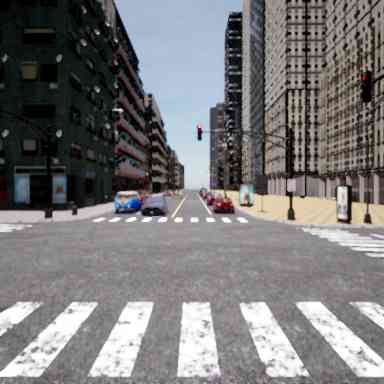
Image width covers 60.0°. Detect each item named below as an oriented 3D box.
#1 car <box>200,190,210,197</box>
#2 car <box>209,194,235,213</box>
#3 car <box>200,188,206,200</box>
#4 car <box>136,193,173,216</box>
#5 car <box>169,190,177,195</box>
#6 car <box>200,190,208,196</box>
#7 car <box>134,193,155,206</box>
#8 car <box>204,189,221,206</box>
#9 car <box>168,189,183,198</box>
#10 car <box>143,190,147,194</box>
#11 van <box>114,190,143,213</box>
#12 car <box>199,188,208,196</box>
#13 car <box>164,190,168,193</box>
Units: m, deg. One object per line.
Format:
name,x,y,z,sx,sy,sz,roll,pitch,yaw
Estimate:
car,2.836,0.369,73.248,1.887,1.381,4.507,0,1,0
car,2.752,1.106,29.033,1.802,1.307,4.206,0,1,0
car,2.805,0.523,56.666,1.967,1.590,4.097,0,1,0
car,-2.951,1.102,27.249,2.033,1.411,5.357,0,1,0
car,-5.503,0.050,95.373,1.947,1.339,4.313,0,1,0
car,2.846,0.321,78.775,1.802,1.307,4.206,0,1,0
car,-5.608,0.890,40.104,1.887,1.381,4.507,0,1,0
car,2.774,0.787,40.085,1.967,1.590,4.097,0,1,0
car,-2.881,0.200,62.806,2.097,1.767,4.553,0,1,0
car,-5.617,0.750,34.573,2.192,1.841,5.009,0,1,0
van,-5.627,0.865,29.046,1.690,1.788,3.998,0,1,0
car,2.858,-0.031,84.298,2.192,1.841,5.009,0,1,0
car,-5.533,0.178,78.790,1.967,1.590,4.097,0,1,0
